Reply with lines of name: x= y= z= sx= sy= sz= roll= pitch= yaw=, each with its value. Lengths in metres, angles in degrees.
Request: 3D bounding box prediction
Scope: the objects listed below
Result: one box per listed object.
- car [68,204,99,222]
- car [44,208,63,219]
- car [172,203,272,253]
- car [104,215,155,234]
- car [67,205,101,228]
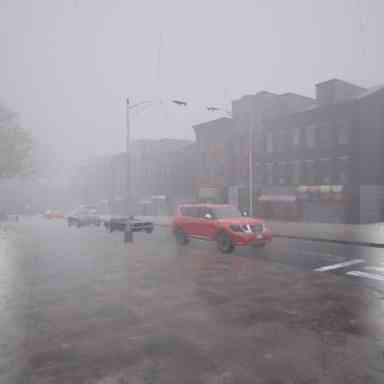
car: x=-13.759 y=2.686 z=41.799 sx=2.150 sy=2.045 sz=5.566 roll=-1 pitch=-3 yaw=-35
car: x=-22.686 y=3.481 z=54.325 sx=2.097 sy=1.767 sz=4.553 roll=0 pitch=-2 yaw=-36
car: x=1.160 y=1.566 z=15.837 sx=2.150 sy=2.045 sz=5.566 roll=0 pitch=-2 yaw=-35
car: x=-4.556 y=2.291 z=23.841 sx=1.895 sy=1.301 sz=4.718 roll=0 pitch=-2 yaw=-36
car: x=-10.490 y=2.441 z=32.167 sx=2.097 sy=1.767 sz=4.553 roll=0 pitch=-2 yaw=-35
